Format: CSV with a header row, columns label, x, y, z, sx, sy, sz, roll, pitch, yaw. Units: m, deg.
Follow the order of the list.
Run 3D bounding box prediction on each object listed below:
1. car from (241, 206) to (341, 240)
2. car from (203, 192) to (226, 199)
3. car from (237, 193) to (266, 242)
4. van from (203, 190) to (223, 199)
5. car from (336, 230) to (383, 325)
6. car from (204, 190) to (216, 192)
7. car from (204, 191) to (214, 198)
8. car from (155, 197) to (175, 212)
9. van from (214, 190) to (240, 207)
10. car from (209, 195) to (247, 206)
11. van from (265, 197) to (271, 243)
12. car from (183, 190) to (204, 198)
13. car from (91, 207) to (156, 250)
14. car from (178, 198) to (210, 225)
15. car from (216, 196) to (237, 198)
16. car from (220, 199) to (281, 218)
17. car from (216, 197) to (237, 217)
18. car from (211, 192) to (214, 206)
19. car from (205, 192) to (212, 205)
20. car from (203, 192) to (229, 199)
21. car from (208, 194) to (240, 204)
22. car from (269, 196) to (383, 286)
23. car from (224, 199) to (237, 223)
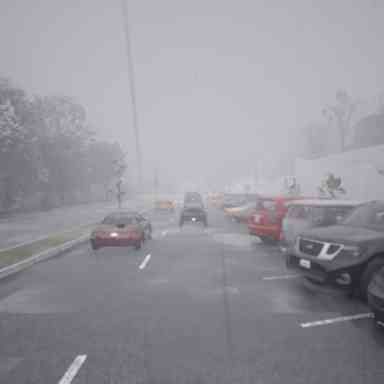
label,x,y,z,sx,sy,sz,roll,pitch,yaw
car,5.070,1.509,17.121,4.674,1.452,2.002,1,0,-20
car,5.111,0.841,76.797,4.792,1.488,2.163,1,0,-20
car,5.102,1.226,14.149,5.566,2.045,2.435,1,0,-20
van,4.979,0.558,79.721,4.442,1.987,1.878,1,1,-20
car,5.065,1.486,5.184,4.892,1.521,2.231,1,0,-20
car,5.092,0.961,61.868,4.892,1.521,2.231,1,1,-20
car,4.907,1.113,49.880,5.366,1.575,1.946,0,1,-20
car,-2.894,1.308,36.323,1.882,1.535,5.008,0,1,0
van,4.972,1.112,34.976,4.442,1.987,1.878,0,1,-20
car,5.105,1.194,46.977,4.792,1.488,2.163,0,1,-20
van,4.967,1.253,11.106,4.442,1.987,1.878,1,0,-20
car,0.109,0.962,42.433,2.150,2.045,5.566,0,1,0
car,-2.897,1.551,14.381,1.994,1.385,4.181,0,0,0
car,0.105,1.457,23.782,1.837,1.490,4.892,0,1,0
car,5.071,1.411,32.046,4.674,1.452,2.002,1,0,-20
car,5.102,1.432,29.074,4.792,1.488,2.163,1,0,-20
car,4.903,1.420,26.005,5.366,1.575,1.946,1,1,-20
car,5.050,1.173,38.004,4.553,1.767,2.185,0,1,-20
car,4.905,1.207,43.915,5.366,1.575,1.946,0,1,-20
car,5.258,0.836,73.867,5.366,1.575,1.946,1,0,-20
car,5.076,1.115,52.929,4.674,1.452,2.002,0,1,-20
car,5.050,1.231,8.153,5.566,2.045,2.435,1,0,-20
car,5.047,1.474,23.078,4.792,1.488,2.163,1,1,-20
